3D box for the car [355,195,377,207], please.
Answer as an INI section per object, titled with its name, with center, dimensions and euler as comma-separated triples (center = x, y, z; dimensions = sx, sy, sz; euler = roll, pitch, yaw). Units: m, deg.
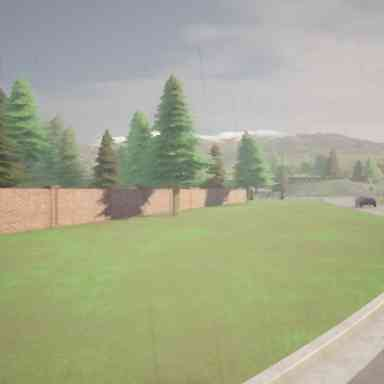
[car]
center = 22.660, 1.186, 43.426
dimensions = 1.837, 1.490, 4.892
euler = -1, 0, 17
